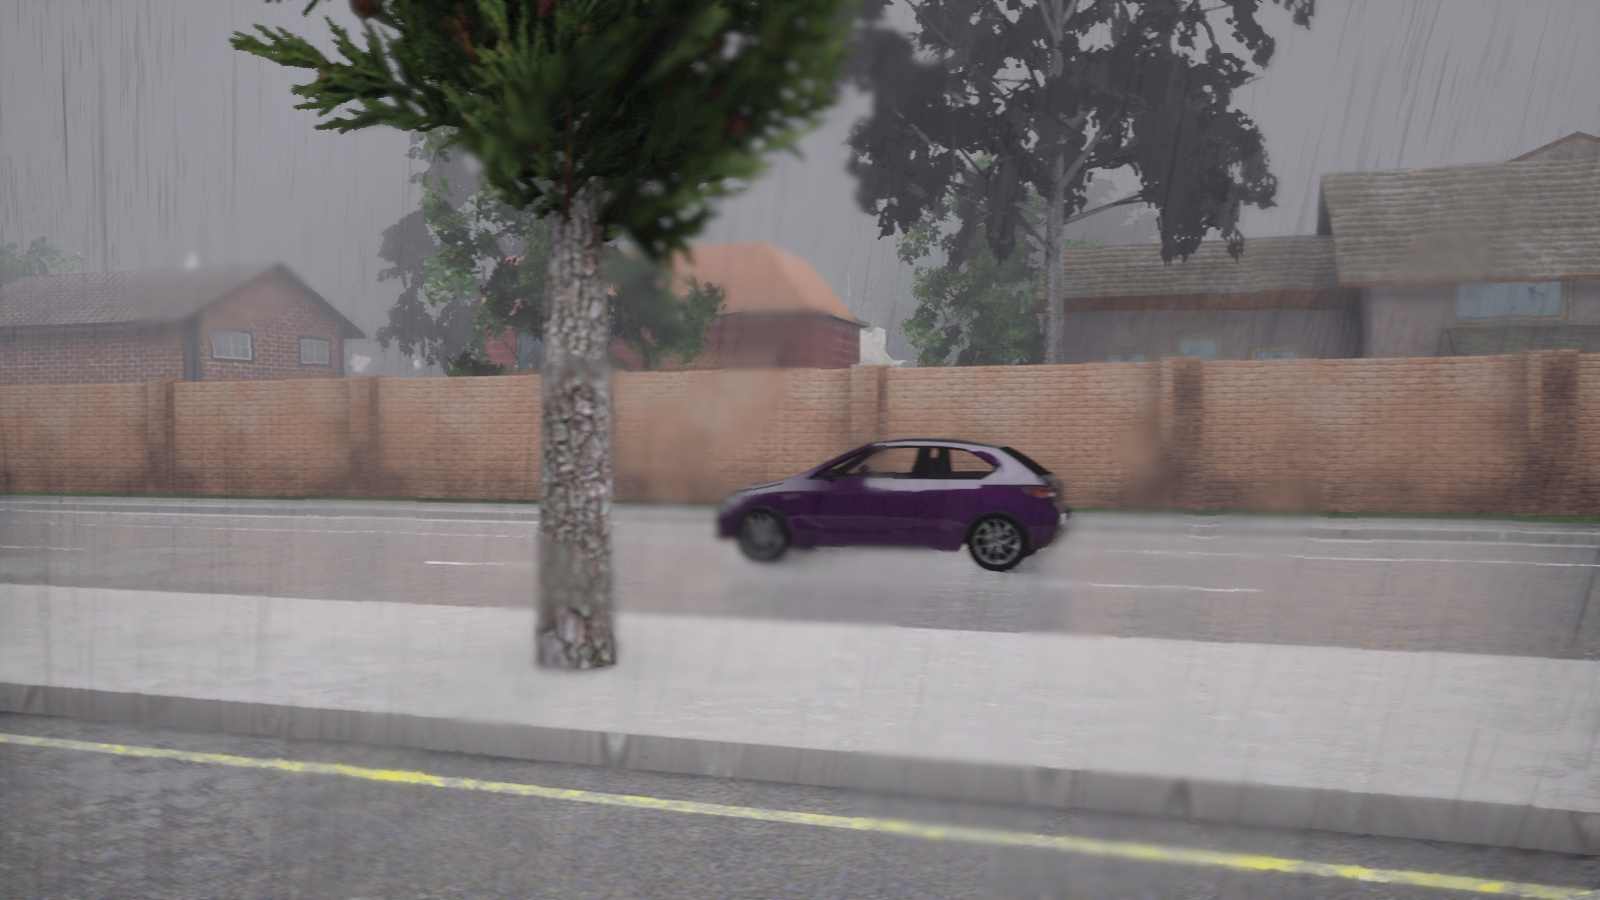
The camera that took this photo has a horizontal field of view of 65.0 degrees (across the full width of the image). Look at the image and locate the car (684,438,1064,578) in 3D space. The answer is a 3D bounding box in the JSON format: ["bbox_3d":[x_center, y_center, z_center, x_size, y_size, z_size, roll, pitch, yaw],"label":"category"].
[{"bbox_3d":[0.914,0.603,15.018,4.193,1.474,1.816,1,1,19],"label":"car"}]
